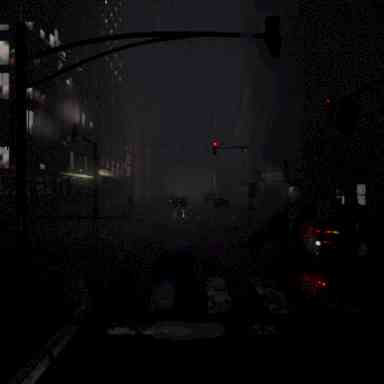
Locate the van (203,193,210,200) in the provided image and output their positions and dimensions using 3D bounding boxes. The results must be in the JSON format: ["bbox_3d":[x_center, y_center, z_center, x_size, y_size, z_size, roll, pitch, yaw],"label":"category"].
[{"bbox_3d":[3.620,1.032,83.257,1.690,1.788,3.998,0,0,0],"label":"van"}]

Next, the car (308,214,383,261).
[{"bbox_3d":[6.776,1.606,12.546,4.892,1.490,1.837,1,-2,-18],"label":"car"}]

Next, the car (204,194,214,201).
[{"bbox_3d":[3.680,1.181,72.202,1.967,1.590,4.097,0,0,0],"label":"car"}]

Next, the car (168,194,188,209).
[{"bbox_3d":[-1.568,1.355,43.103,2.128,1.511,4.902,0,0,0],"label":"car"}]

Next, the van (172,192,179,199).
[{"bbox_3d":[-4.289,1.007,88.742,1.690,1.788,3.998,0,0,0],"label":"van"}]

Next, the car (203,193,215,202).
[{"bbox_3d":[3.710,1.081,66.674,2.192,1.841,5.009,0,0,0],"label":"car"}]

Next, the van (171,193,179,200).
[{"bbox_3d":[-4.260,1.032,83.214,1.690,1.788,3.998,0,0,0],"label":"van"}]

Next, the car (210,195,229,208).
[{"bbox_3d":[3.878,1.424,44.566,1.947,1.339,4.313,0,0,0],"label":"car"}]

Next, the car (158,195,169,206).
[{"bbox_3d":[-4.081,1.419,50.050,1.802,1.307,4.206,0,0,0],"label":"car"}]
